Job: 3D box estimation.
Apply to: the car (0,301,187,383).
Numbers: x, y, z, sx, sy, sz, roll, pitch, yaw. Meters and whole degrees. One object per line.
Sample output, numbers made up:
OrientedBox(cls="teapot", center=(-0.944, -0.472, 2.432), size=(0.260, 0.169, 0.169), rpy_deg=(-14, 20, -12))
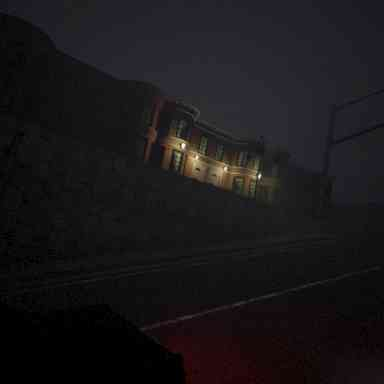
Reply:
OrientedBox(cls="car", center=(-2.460, 1.604, 2.231), size=(4.718, 1.301, 1.895), rpy_deg=(0, 0, -36))
